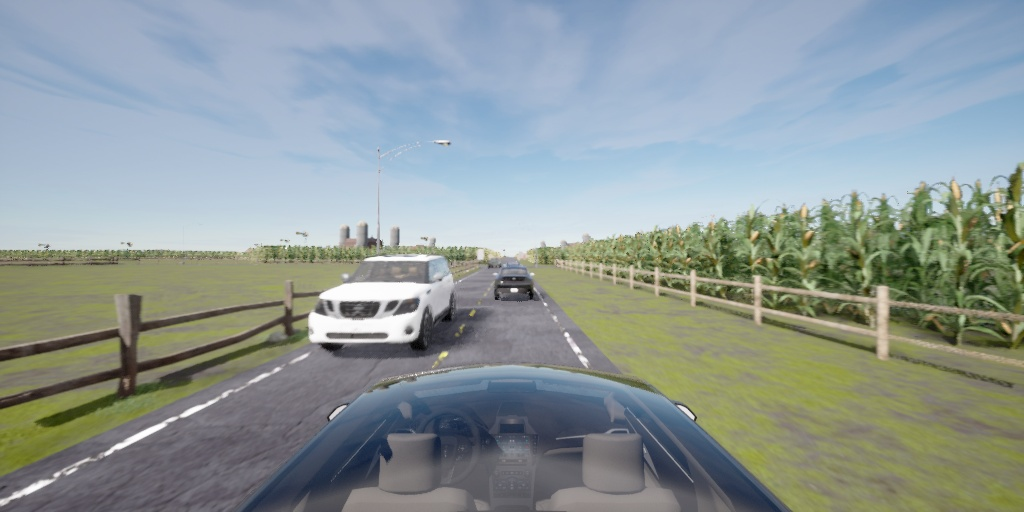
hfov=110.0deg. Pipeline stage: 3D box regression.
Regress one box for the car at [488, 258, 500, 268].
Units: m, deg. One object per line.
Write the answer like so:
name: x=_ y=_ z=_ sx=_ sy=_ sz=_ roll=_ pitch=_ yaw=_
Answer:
car: x=-2.752 y=1.061 z=57.907 sx=2.097 sy=1.767 sz=4.553 roll=0 pitch=0 yaw=0

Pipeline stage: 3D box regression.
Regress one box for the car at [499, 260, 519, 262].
car: x=0.102 y=1.225 z=36.486 sx=2.128 sy=1.511 sz=4.902 roll=0 pitch=0 yaw=0

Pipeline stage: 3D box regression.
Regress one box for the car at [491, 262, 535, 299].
car: x=0.100 y=1.250 z=18.085 sx=1.837 sy=1.490 sz=4.892 roll=0 pitch=0 yaw=0

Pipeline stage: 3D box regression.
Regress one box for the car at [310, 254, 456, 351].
car: x=-2.850 y=0.970 z=9.330 sx=2.150 sy=2.045 sz=5.566 roll=0 pitch=0 yaw=0
